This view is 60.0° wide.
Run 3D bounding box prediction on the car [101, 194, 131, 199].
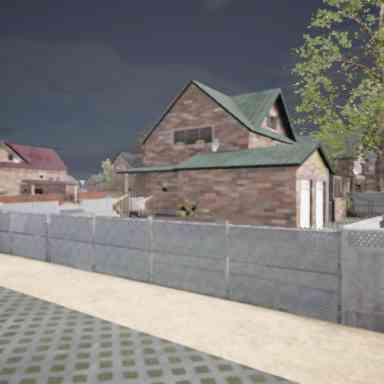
[{"bbox_3d":[-9.230,0.996,38.303,1.882,1.535,5.008,1,2,35],"label":"car"}]
